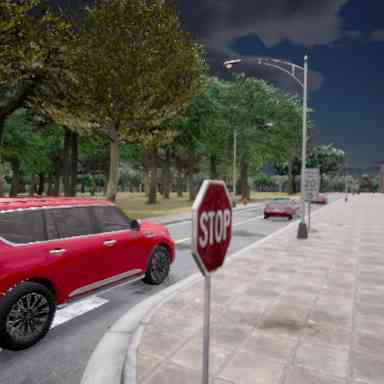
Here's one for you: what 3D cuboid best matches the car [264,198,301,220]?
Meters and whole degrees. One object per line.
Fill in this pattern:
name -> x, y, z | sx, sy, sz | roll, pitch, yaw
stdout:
car -> 6.538, 1.142, 23.811 | 1.994, 1.385, 4.181 | 1, 1, 27

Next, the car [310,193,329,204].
car -> 16.418, 0.837, 42.914 | 1.994, 1.385, 4.181 | 1, 1, 27

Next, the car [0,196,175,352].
car -> -2.462, 1.102, 6.397 | 2.150, 2.045, 5.566 | 1, 1, 27
